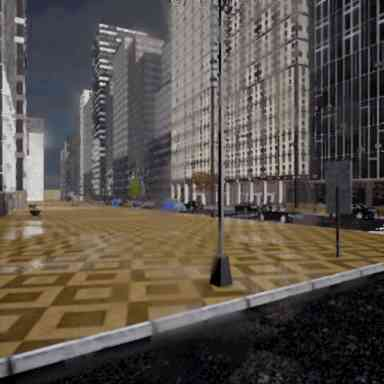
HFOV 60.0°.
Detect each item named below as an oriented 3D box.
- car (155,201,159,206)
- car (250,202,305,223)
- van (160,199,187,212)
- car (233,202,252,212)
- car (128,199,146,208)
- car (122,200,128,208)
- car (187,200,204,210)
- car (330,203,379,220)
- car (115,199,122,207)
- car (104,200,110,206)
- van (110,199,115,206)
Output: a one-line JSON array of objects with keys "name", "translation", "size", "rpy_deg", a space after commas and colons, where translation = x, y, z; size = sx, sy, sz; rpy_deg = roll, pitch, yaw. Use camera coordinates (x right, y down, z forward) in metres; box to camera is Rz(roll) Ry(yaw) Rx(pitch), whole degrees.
[{"name": "car", "translation": [-7.198, 2.604, 75.718], "size": [1.802, 1.307, 4.206], "rpy_deg": [-1, -1, -25]}, {"name": "car", "translation": [6.977, 1.702, 26.406], "size": [2.008, 1.369, 4.403], "rpy_deg": [-1, -1, -25]}, {"name": "van", "translation": [-2.692, 1.871, 46.725], "size": [1.690, 1.788, 3.998], "rpy_deg": [-1, -1, -25]}, {"name": "car", "translation": [7.297, 1.996, 45.244], "size": [1.947, 1.339, 4.313], "rpy_deg": [-1, 0, -25]}, {"name": "car", "translation": [-9.934, 2.375, 61.960], "size": [2.008, 1.369, 4.403], "rpy_deg": [-1, -1, -25]}, {"name": "car", "translation": [-12.278, 2.447, 66.886], "size": [1.752, 1.417, 4.829], "rpy_deg": [-1, -1, -25]}, {"name": "car", "translation": [0.231, 2.123, 53.966], "size": [1.837, 1.490, 4.892], "rpy_deg": [0, -1, -25]}, {"name": "car", "translation": [14.544, 1.698, 30.006], "size": [2.008, 1.369, 4.403], "rpy_deg": [-1, 0, -25]}, {"name": "car", "translation": [-14.766, 2.570, 72.118], "size": [1.887, 1.381, 4.507], "rpy_deg": [-1, -1, -25]}, {"name": "car", "translation": [-22.013, 2.876, 87.354], "size": [1.887, 1.381, 4.507], "rpy_deg": [-1, -1, -25]}, {"name": "van", "translation": [-17.186, 2.468, 77.198], "size": [1.690, 1.788, 3.998], "rpy_deg": [-1, -1, -25]}]
